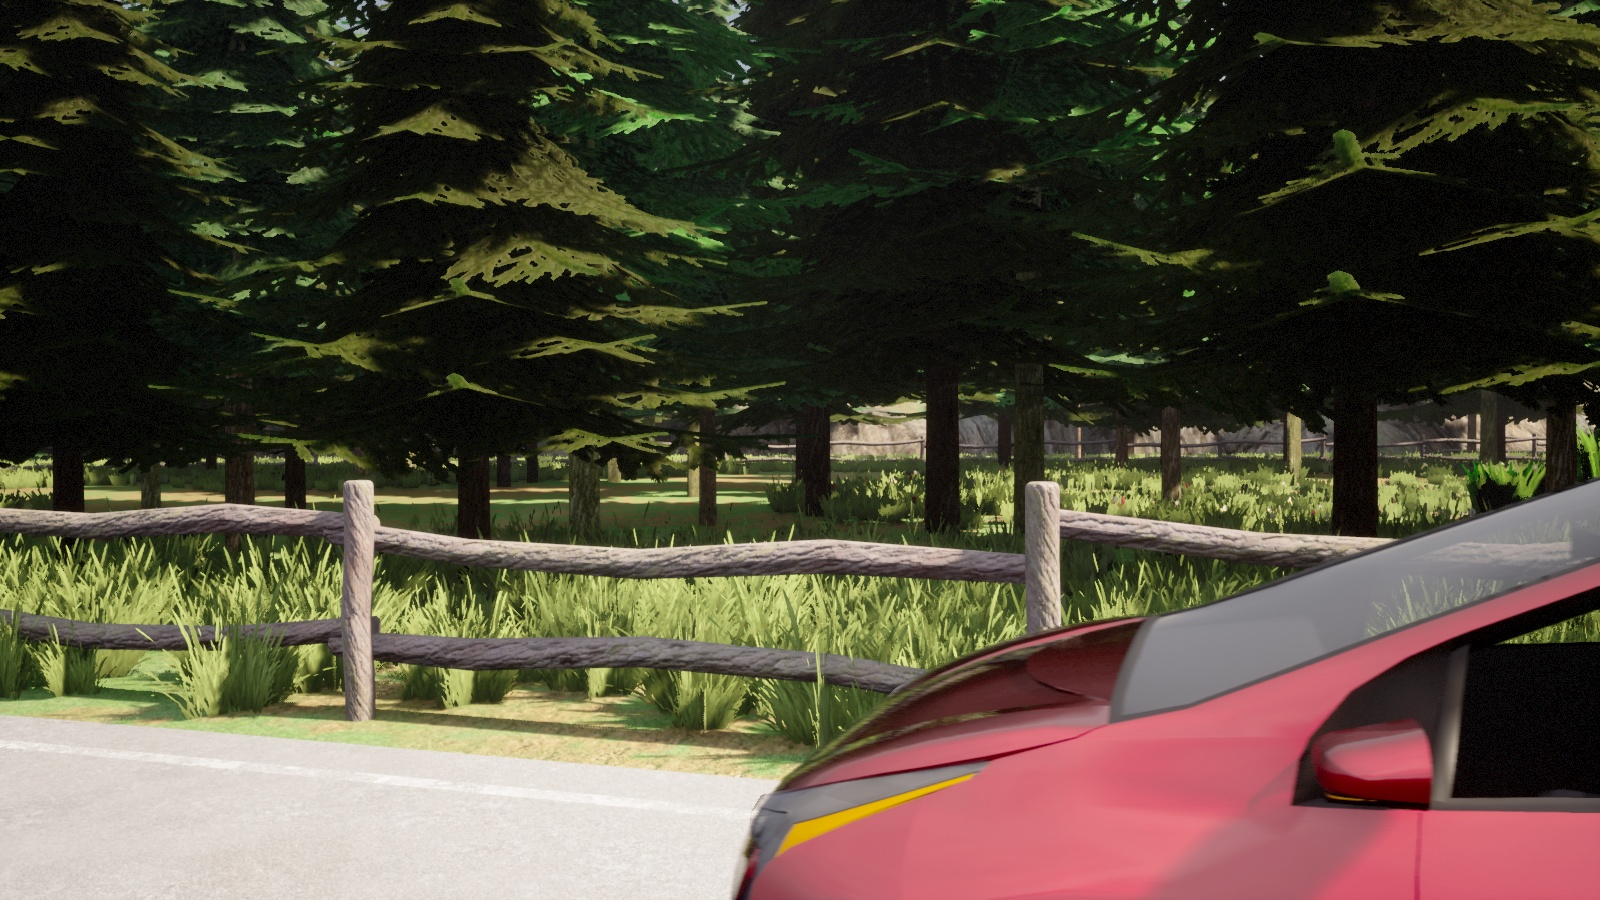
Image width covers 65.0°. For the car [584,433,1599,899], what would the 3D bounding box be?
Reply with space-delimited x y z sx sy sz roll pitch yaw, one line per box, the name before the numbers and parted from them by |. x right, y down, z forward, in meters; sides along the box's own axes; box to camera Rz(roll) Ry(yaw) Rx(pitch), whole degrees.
car | 2.068 0.741 2.495 4.514 1.525 2.007 1 1 19
